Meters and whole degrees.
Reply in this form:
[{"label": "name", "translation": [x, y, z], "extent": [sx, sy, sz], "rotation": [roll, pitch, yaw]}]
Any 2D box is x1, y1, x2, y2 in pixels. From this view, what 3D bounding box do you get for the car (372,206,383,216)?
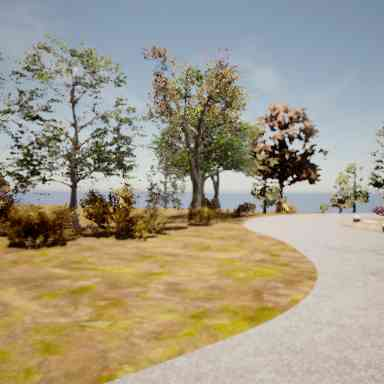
[{"label": "car", "translation": [21.865, 1.789, 35.591], "extent": [4.674, 1.442, 1.812], "rotation": [0, -1, 5]}]
